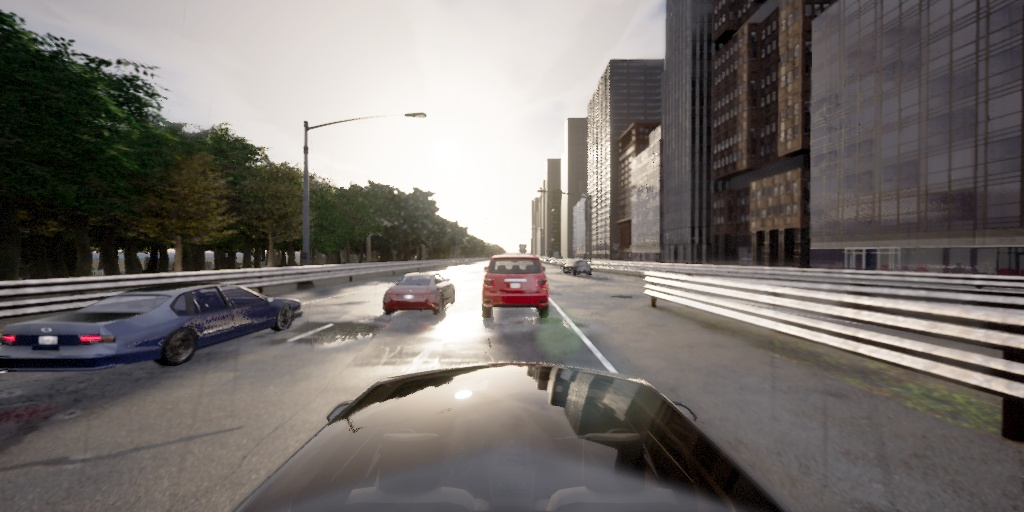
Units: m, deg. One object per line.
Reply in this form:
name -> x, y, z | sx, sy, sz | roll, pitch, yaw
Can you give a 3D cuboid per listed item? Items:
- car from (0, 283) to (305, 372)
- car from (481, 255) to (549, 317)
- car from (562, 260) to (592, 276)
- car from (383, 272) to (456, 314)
car -> -6.899, 1.298, 7.841 | 2.033, 1.411, 5.357 | 0, 0, 0
car -> 0.103, 0.971, 13.319 | 2.150, 2.045, 5.566 | 0, 0, 0
car -> 6.705, 1.206, 37.370 | 2.033, 1.649, 4.856 | 0, 0, -9
car -> -3.394, 1.314, 13.809 | 1.994, 1.385, 4.181 | 0, 0, 0
